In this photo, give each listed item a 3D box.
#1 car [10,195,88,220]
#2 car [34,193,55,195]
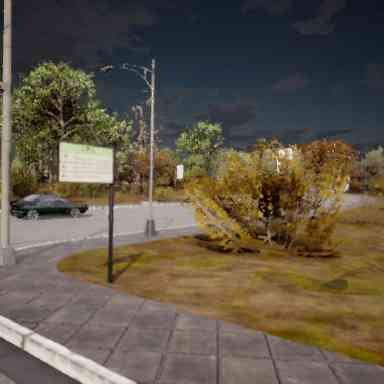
[{"bbox_3d":[-9.458,1.076,22.099,1.895,1.301,4.718,2,1,38],"label":"car"},{"bbox_3d":[-11.473,0.864,25.193,1.882,1.535,5.008,2,1,39],"label":"car"}]
